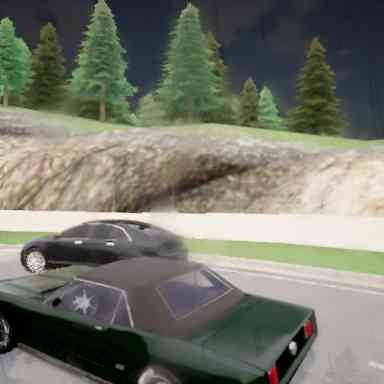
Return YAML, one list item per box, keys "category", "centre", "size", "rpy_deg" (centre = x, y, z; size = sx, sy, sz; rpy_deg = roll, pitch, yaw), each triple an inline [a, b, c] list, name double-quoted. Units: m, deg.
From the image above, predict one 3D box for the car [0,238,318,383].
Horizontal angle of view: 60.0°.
- category: "car"
  centre: [-0.941, 1.601, 4.524]
  size: [4.718, 1.301, 1.895]
  rpy_deg: [0, 0, 32]

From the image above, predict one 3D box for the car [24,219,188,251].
- category: "car"
  centre: [-2.514, 1.506, 9.208]
  size: [4.892, 1.490, 1.837]
  rpy_deg: [0, -1, 23]
